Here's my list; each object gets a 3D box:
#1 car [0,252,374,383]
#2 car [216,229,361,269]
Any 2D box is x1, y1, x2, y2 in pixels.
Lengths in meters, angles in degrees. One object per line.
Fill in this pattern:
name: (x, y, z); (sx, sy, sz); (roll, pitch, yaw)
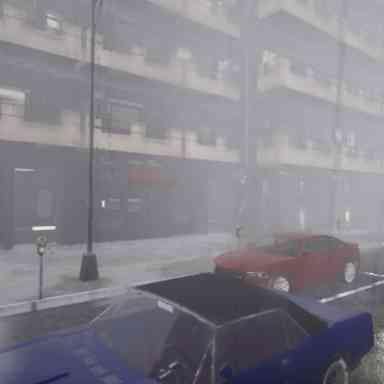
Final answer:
car: (-0.152, 1.646, 3.252); (4.718, 1.301, 1.895); (1, -1, -39)
car: (2.533, 1.677, 8.459); (4.507, 1.381, 1.887); (1, -1, -37)
